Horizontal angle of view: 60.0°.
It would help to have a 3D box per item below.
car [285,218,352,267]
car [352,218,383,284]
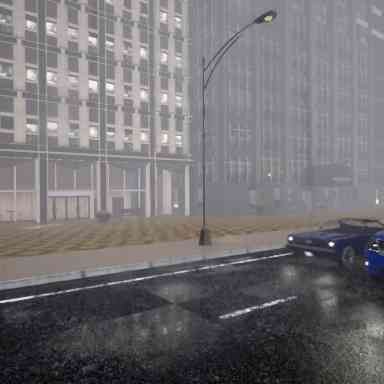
[{"bbox_3d":[5.387,1.600,11.515,4.718,1.301,1.895,0,0,-35],"label":"car"},{"bbox_3d":[6.655,1.220,8.429,5.566,2.045,2.150,0,0,-35],"label":"car"}]
